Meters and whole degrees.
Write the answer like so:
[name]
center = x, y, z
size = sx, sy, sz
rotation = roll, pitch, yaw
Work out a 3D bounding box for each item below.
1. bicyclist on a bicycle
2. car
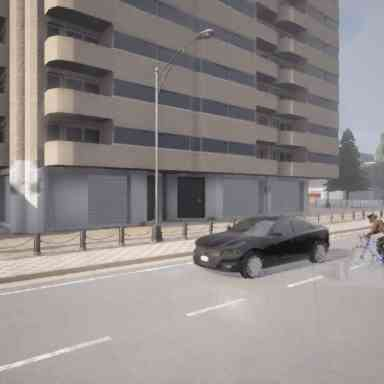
[bicyclist on a bicycle]
center = 5.341, 1.455, 9.510
size = 0.582, 1.620, 1.656
rotation = 0, -2, -38
[car]
center = 2.298, 1.477, 10.271
size = 5.008, 1.535, 1.882
rotation = 0, 0, -38
